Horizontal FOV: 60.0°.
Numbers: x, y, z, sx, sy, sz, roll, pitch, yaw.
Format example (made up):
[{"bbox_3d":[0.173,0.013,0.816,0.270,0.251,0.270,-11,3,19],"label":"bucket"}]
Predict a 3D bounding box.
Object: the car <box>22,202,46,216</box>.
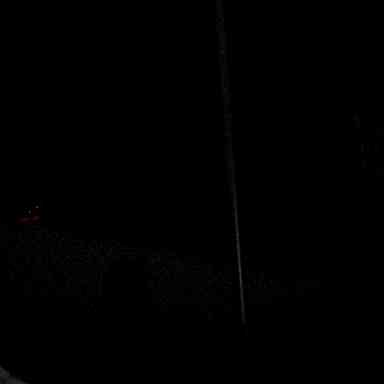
[{"bbox_3d":[-17.912,1.894,37.866,2.128,1.511,4.902,-3,0,-14],"label":"car"}]
